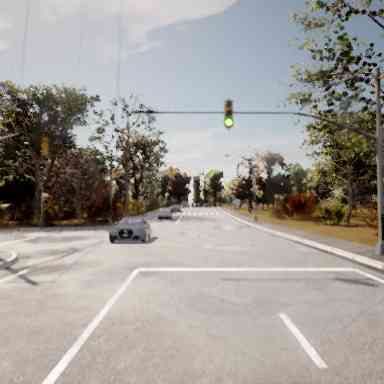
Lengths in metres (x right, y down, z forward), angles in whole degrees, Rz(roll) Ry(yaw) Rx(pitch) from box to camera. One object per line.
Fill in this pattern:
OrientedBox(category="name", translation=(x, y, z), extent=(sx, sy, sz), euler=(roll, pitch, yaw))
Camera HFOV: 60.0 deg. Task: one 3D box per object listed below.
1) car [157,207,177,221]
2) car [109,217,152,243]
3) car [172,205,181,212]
OrientedBox(category="car", translation=(-3.575, 3.130, 45.377), extent=(2.033, 1.411, 5.357), euler=(0, -1, 0))
OrientedBox(category="car", translation=(-3.513, 2.188, 19.609), extent=(1.994, 1.385, 4.181), euler=(0, -3, 0))
OrientedBox(category="car", translation=(-3.315, 3.427, 69.646), extent=(1.837, 1.490, 4.892), euler=(0, -1, 1))
